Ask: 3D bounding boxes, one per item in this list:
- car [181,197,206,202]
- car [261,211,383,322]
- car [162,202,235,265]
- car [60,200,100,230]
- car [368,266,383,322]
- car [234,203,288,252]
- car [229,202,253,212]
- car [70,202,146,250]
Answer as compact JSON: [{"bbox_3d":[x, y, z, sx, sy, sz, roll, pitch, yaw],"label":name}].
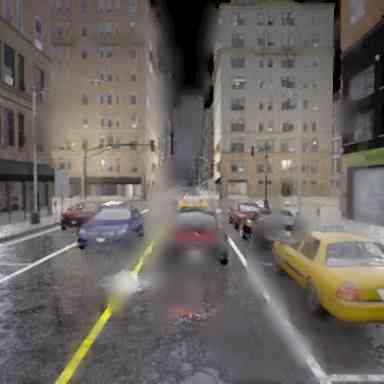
[{"bbox_3d":[0.111,1.030,21.227,1.882,1.535,5.008,0,1,1],"label":"car"},{"bbox_3d":[2.892,1.374,7.034,1.752,1.417,4.829,-1,1,0],"label":"car"},{"bbox_3d":[0.106,1.276,10.803,1.837,1.490,4.892,0,1,0],"label":"car"},{"bbox_3d":[-5.612,1.167,18.062,1.887,1.381,4.507,-1,1,0],"label":"car"},{"bbox_3d":[2.871,1.519,1.280,2.008,1.369,4.403,-1,1,0],"label":"car"},{"bbox_3d":[2.913,1.301,12.450,1.947,1.339,4.313,-1,1,0],"label":"car"},{"bbox_3d":[2.933,1.199,18.034,1.802,1.307,4.206,-1,1,0],"label":"car"},{"bbox_3d":[-2.954,1.251,13.087,1.812,1.442,4.674,0,1,0],"label":"car"}]
